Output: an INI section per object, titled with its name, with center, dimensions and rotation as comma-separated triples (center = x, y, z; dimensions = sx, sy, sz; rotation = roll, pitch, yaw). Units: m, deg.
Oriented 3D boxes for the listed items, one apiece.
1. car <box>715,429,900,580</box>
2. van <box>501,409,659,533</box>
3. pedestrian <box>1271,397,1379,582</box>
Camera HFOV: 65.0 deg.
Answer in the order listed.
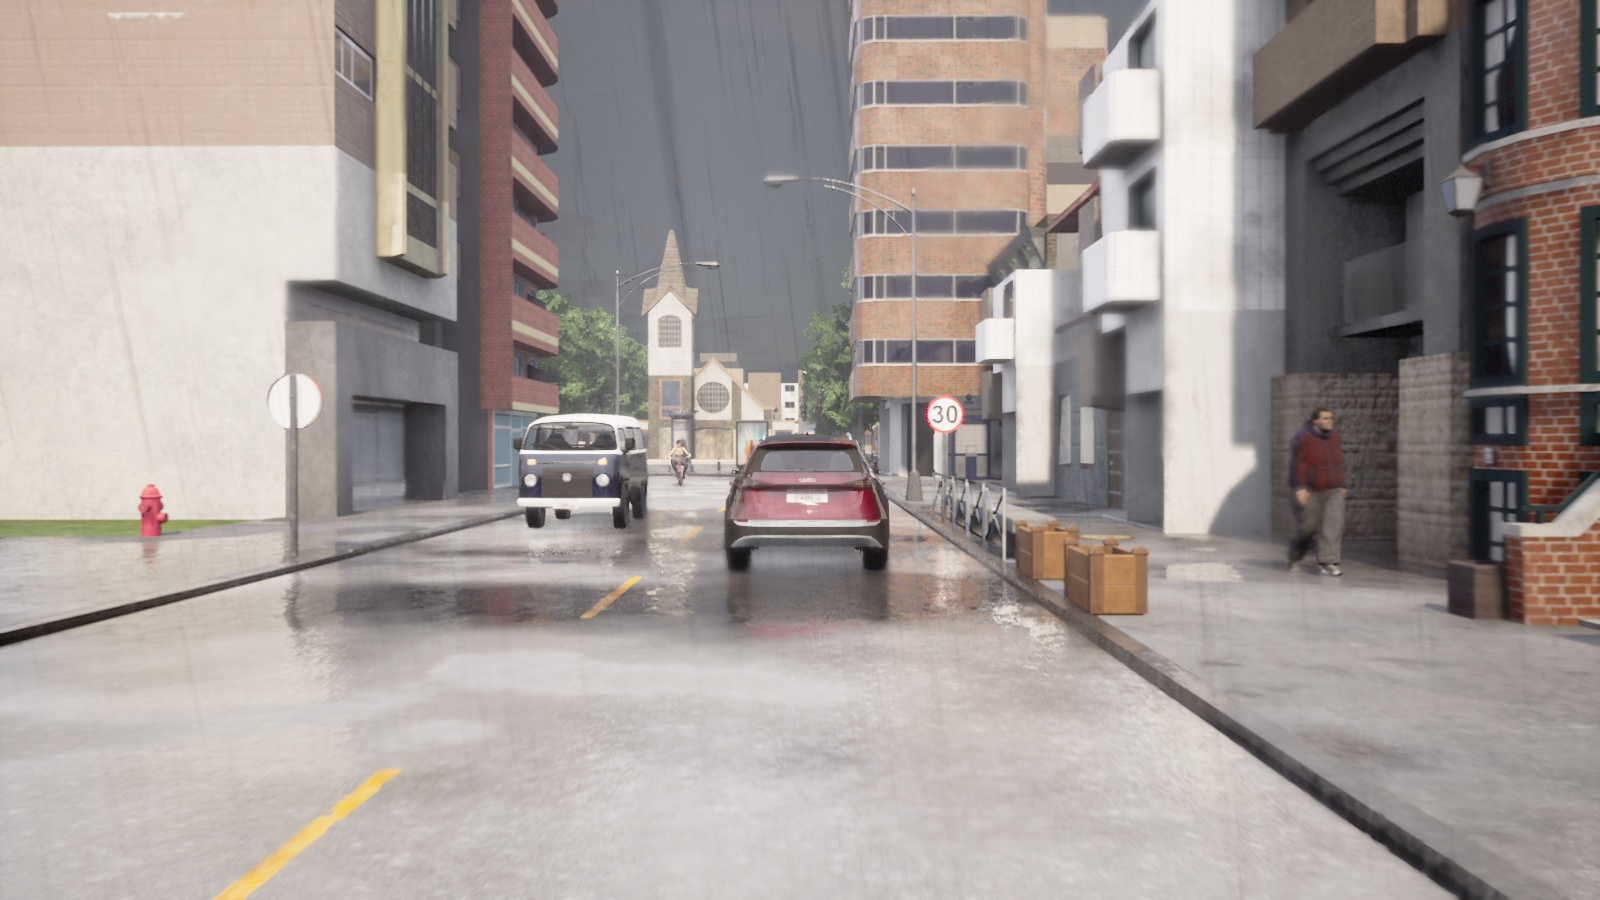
[car]
center = 0.093, 0.585, 16.175
dimensions = 2.033, 1.649, 4.856
rotation = 0, 0, 0
[van]
center = -3.874, 0.338, 22.903
dimensions = 2.069, 2.038, 4.480
rotation = 0, 0, 0
[pedestrian]
center = 5.423, 0.387, 13.015
dimensions = 0.634, 1.844, 0.899
rotation = 0, 0, -11
